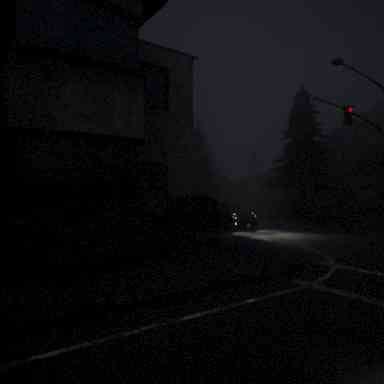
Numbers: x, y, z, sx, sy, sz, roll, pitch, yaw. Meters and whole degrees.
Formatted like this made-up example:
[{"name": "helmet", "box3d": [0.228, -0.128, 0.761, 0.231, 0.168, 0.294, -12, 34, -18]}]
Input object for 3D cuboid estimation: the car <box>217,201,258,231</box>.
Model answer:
[{"name": "car", "box3d": [2.023, 1.370, 21.086, 2.097, 1.767, 4.553, 0, 0, -35]}]
